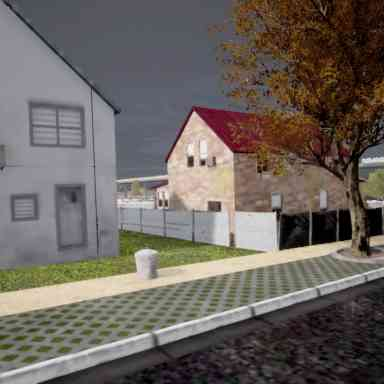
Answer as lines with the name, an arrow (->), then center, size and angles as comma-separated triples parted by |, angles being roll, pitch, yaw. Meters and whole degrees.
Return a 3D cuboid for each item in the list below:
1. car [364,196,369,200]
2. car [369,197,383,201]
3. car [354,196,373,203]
car -> 28.654, 1.874, 59.000 | 1.882, 1.535, 5.008 | -2, 0, 1
car -> 31.916, 1.762, 58.612 | 1.882, 1.535, 5.008 | -2, 0, 1
car -> 38.574, 1.585, 74.944 | 1.837, 1.490, 4.892 | -2, 0, 0
